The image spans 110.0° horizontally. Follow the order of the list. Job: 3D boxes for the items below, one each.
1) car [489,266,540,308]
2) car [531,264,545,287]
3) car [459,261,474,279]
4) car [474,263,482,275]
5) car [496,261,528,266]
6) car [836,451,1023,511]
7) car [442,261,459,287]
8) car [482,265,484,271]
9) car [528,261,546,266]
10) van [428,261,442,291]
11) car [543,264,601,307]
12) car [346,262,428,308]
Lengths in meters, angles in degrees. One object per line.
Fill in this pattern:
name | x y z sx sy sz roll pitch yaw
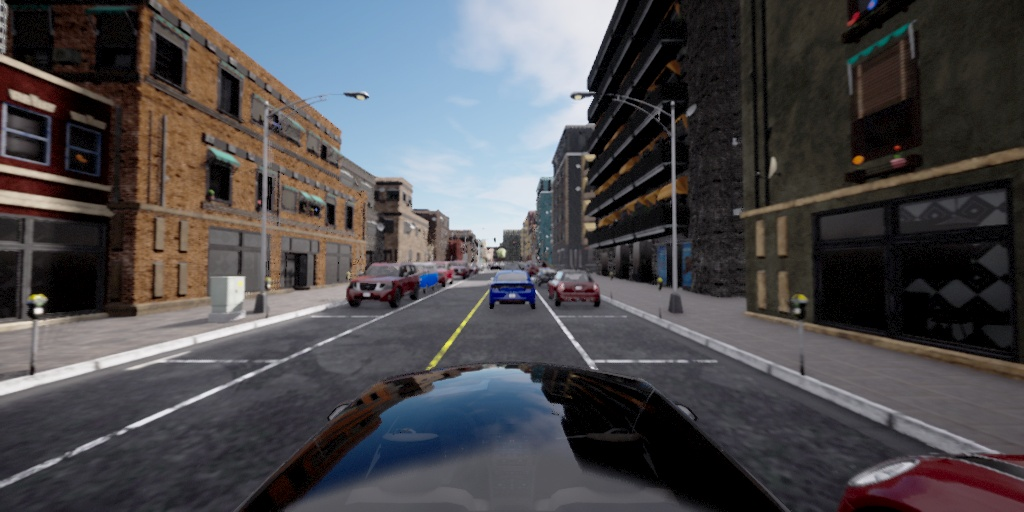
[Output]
car | 0.031 1.378 16.121 1.882 1.535 5.008 0 0 0
car | 2.706 1.568 27.302 2.007 1.370 4.403 0 0 0
car | -5.670 1.444 38.127 2.192 1.841 5.009 0 0 0
car | -5.664 1.681 48.942 1.967 1.591 4.097 0 0 0
car | 0.032 1.400 30.307 2.097 1.767 4.553 0 -1 0
car | 2.692 1.175 0.268 1.967 1.591 4.097 0 0 0
car | -5.675 1.332 27.314 2.192 1.841 5.009 0 0 0
car | -5.660 1.903 59.755 2.007 1.370 4.403 0 0 0
car | 2.711 1.444 38.116 2.192 1.841 5.009 0 0 0
van | -5.678 1.302 21.907 1.690 1.789 3.998 0 0 0
car | 2.700 1.345 16.489 1.967 1.591 4.097 0 0 0
car | -5.681 1.220 16.500 2.192 1.841 5.009 0 0 0
